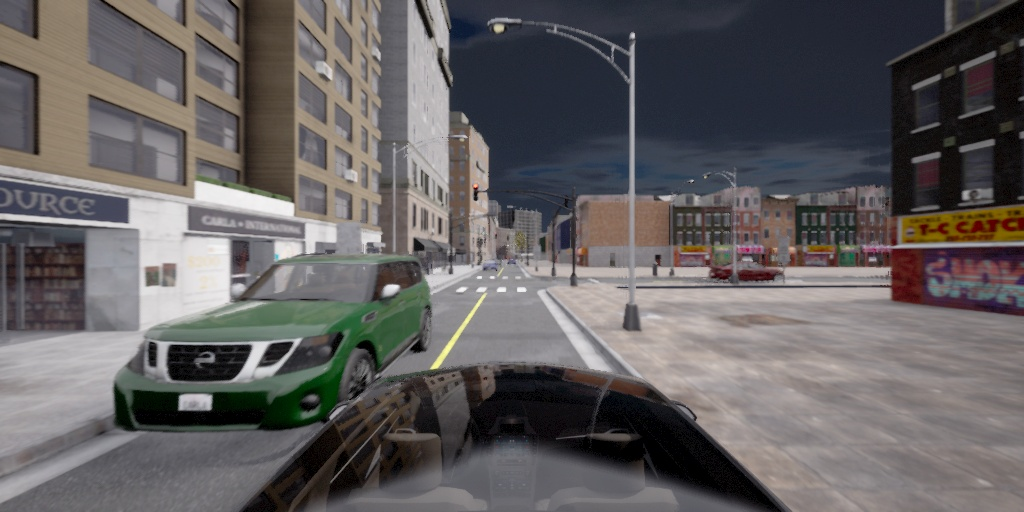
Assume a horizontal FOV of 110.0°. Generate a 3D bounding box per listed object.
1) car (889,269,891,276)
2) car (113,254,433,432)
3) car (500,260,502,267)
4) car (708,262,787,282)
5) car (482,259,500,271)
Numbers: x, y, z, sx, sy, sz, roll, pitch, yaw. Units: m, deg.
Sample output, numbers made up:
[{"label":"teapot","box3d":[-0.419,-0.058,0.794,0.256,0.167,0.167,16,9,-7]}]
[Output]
[{"label":"car","box3d":[33.189,0.953,28.677,4.553,1.767,2.097,0,0,0]},{"label":"car","box3d":[-2.839,0.970,5.976,2.150,2.045,5.566,0,0,0]},{"label":"car","box3d":[-2.814,1.289,64.997,1.837,1.490,4.892,0,0,0]},{"label":"car","box3d":[16.831,1.149,25.727,5.008,1.535,1.882,0,0,1]},{"label":"car","box3d":[-2.864,1.255,47.361,1.812,1.442,4.674,0,0,0]}]
